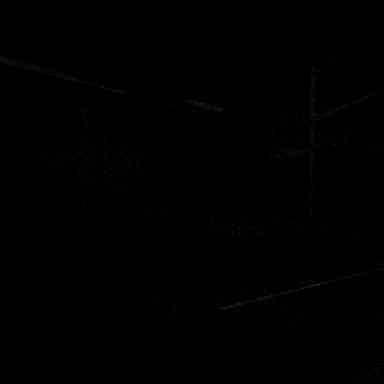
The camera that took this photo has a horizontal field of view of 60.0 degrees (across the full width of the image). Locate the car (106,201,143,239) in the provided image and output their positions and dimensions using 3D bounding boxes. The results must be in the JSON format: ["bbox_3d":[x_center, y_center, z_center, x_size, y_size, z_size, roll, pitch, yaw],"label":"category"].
[{"bbox_3d":[-4.324,1.448,18.358,1.905,1.878,3.866,1,0,-36],"label":"car"}]

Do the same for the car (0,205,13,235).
[{"bbox_3d":[-11.453,1.523,18.621,2.242,1.667,4.611,1,0,-36],"label":"car"}]
